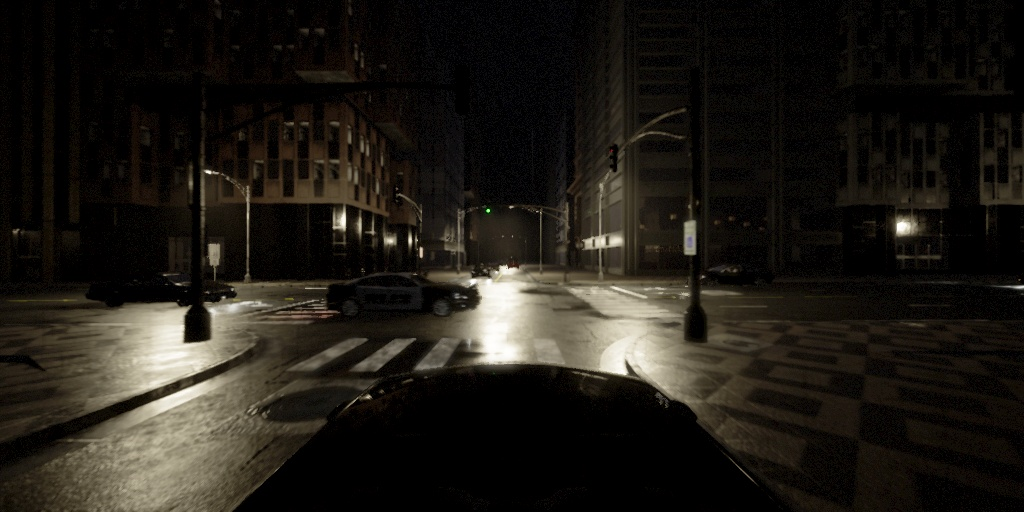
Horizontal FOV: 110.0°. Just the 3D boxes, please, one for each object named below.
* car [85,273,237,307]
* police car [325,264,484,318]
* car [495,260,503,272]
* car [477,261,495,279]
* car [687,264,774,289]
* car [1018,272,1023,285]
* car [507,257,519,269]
[{"bbox_3d":[-15.500,1.465,15.978,5.357,1.411,2.033,0,0,0],"label":"car"},{"bbox_3d":[-3.808,1.246,12.762,5.238,1.638,1.930,0,0,0],"label":"police car"},{"bbox_3d":[-2.862,1.634,54.239,2.033,1.411,5.357,0,0,1],"label":"car"},{"bbox_3d":[-2.978,1.470,36.060,1.837,1.490,4.892,0,0,0],"label":"car"},{"bbox_3d":[13.629,1.263,22.512,4.902,1.511,2.128,0,0,0],"label":"car"},{"bbox_3d":[34.679,1.203,22.374,4.181,1.385,1.994,0,0,1],"label":"car"},{"bbox_3d":[0.259,1.514,65.201,2.097,1.767,4.553,0,0,0],"label":"car"}]
